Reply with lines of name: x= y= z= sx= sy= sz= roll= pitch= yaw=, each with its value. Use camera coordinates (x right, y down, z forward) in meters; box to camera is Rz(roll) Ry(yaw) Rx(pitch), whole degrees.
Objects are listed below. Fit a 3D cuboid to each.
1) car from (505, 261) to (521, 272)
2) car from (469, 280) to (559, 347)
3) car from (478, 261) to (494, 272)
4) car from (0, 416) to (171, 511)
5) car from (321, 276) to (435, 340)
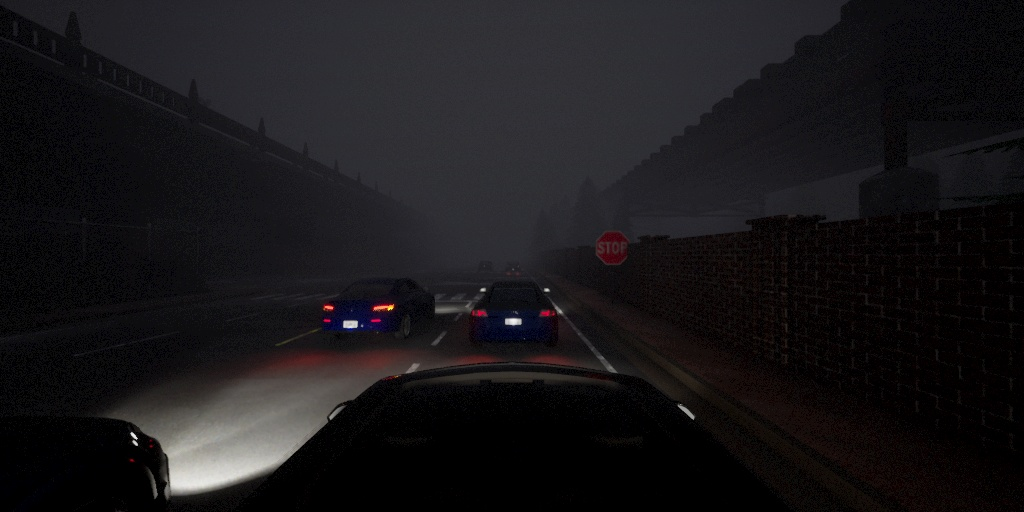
car: x=0.115 y=1.339 z=46.149 sx=1.895 sy=1.301 sz=4.718 roll=0 pitch=0 yaw=-1
car: x=0.072 y=1.312 z=9.335 sx=1.994 sy=1.385 sz=4.181 roll=0 pitch=0 yaw=1
car: x=-3.380 y=1.286 z=45.981 sx=2.033 sy=1.411 sz=5.357 roll=0 pitch=0 yaw=-1
car: x=-3.399 y=1.314 z=0.763 sx=1.994 sy=1.385 sz=4.181 roll=0 pitch=0 yaw=0
car: x=-3.410 y=1.274 z=9.859 sx=1.812 sy=1.442 sz=4.674 roll=0 pitch=0 yaw=0
